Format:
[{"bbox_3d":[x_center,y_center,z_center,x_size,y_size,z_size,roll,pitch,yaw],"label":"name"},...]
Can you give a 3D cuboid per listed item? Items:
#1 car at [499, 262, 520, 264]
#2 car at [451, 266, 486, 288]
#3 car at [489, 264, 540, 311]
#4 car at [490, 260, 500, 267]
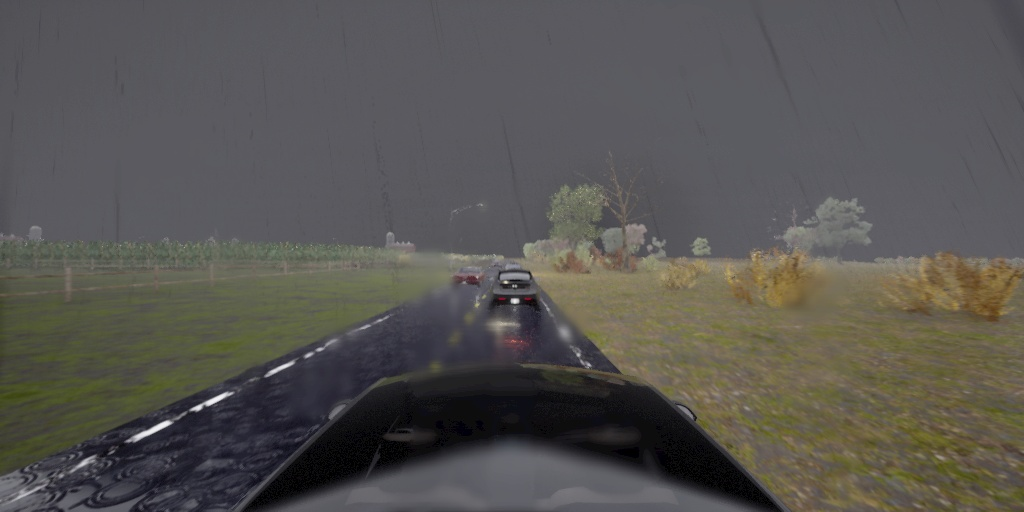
[{"bbox_3d":[0.112,1.346,32.925,2.033,1.411,5.357,0,0,0],"label":"car"},{"bbox_3d":[-2.841,1.386,24.096,1.895,1.301,4.718,0,0,0],"label":"car"},{"bbox_3d":[0.105,1.276,14.624,1.837,1.490,4.892,0,0,0],"label":"car"},{"bbox_3d":[-2.760,1.435,64.546,1.994,1.385,4.181,0,0,1],"label":"car"}]
